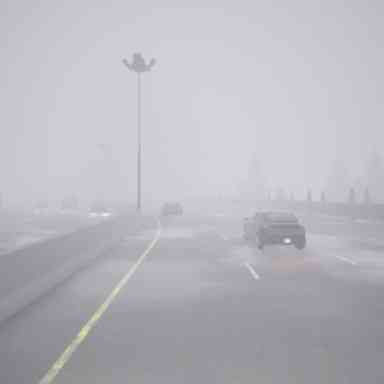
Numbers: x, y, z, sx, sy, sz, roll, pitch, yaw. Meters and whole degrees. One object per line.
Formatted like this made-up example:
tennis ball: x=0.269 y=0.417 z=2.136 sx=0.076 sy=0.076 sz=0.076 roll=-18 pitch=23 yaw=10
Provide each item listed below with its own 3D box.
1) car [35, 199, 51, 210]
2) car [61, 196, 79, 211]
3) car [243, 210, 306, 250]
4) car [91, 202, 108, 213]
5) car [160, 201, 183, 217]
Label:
car: x=-23.276 y=1.914 z=51.790 sx=1.837 sy=1.490 sz=4.892 roll=0 pitch=-1 yaw=-26
car: x=-17.305 y=1.569 z=47.116 sx=2.150 sy=2.045 sz=5.566 roll=0 pitch=-1 yaw=-22
car: x=3.514 y=1.585 z=14.836 sx=1.837 sy=1.490 sz=4.892 roll=0 pitch=0 yaw=-1
car: x=-11.732 y=1.888 z=41.986 sx=1.895 sy=1.301 sz=4.718 roll=0 pitch=0 yaw=-18
car: x=-2.127 y=1.697 z=33.530 sx=2.128 sy=1.511 sz=4.902 roll=0 pitch=0 yaw=-12
